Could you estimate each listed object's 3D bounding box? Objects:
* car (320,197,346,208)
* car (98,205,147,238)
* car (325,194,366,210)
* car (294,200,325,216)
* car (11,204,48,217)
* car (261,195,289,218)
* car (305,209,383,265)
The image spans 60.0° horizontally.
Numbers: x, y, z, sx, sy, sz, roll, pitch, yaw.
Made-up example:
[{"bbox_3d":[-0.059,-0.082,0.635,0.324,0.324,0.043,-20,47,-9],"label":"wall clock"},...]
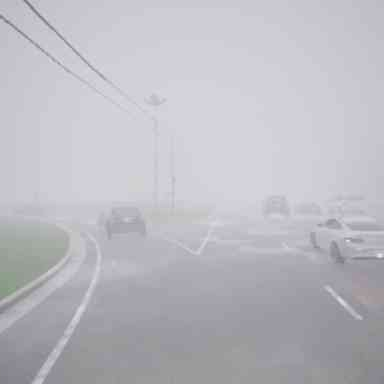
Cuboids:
[{"bbox_3d":[20.491,1.531,48.535,2.128,1.511,4.902,-1,0,7],"label":"car"},{"bbox_3d":[-4.141,1.535,19.192,2.097,1.767,4.553,-1,0,-23],"label":"car"},{"bbox_3d":[15.057,1.232,32.603,2.150,2.045,5.566,-1,0,7],"label":"car"},{"bbox_3d":[11.689,1.628,33.875,1.994,1.385,4.181,-1,0,7],"label":"car"},{"bbox_3d":[-18.745,2.051,38.309,5.357,1.411,2.033,-1,-1,37],"label":"car"},{"bbox_3d":[7.953,1.325,32.143,2.150,2.045,5.566,-1,0,7],"label":"car"},{"bbox_3d":[5.492,1.528,11.541,1.812,1.442,4.674,-1,0,7],"label":"car"}]
